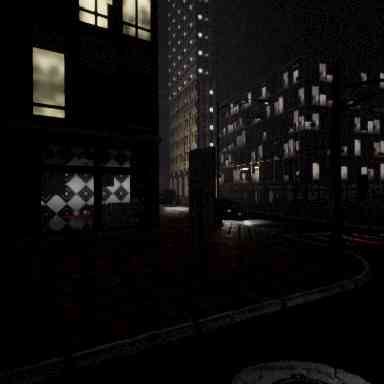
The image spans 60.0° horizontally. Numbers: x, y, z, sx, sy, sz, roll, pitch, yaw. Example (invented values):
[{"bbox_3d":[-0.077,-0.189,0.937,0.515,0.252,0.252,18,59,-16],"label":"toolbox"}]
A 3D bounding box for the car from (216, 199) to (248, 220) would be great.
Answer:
[{"bbox_3d":[2.642,1.274,25.820,1.812,1.442,4.674,-1,1,-19],"label":"car"}]

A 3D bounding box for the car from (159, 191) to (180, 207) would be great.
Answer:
[{"bbox_3d":[-2.905,1.000,42.175,2.128,1.511,4.902,-1,1,-19],"label":"car"}]

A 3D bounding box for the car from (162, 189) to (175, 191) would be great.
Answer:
[{"bbox_3d":[-4.030,0.537,54.624,2.150,2.045,5.566,-1,1,-18],"label":"car"}]
